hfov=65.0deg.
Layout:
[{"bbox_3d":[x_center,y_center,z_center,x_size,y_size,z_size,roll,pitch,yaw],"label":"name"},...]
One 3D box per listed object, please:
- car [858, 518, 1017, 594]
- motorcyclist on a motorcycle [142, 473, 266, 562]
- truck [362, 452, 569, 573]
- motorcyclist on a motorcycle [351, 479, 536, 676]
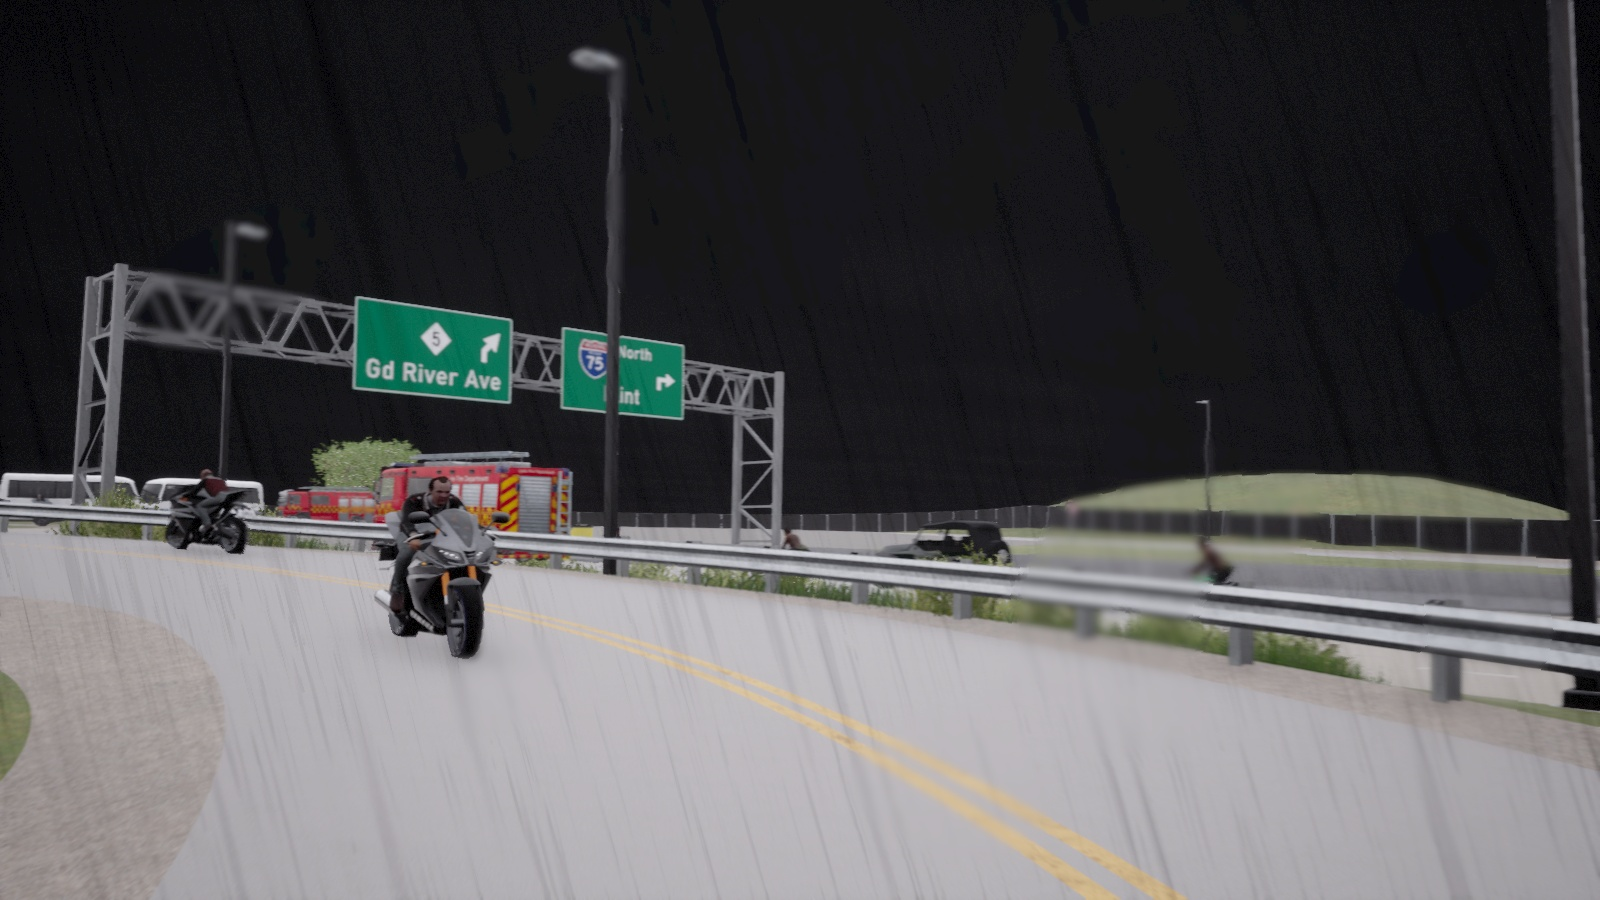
[{"bbox_3d":[3.640,2.778,33.551,3.866,1.878,1.905,-2,-4,44],"label":"car"},{"bbox_3d":[-10.839,1.209,22.810,2.191,1.530,0.866,0,-3,29],"label":"motorcyclist on a motorcycle"},{"bbox_3d":[-11.786,2.171,43.664,8.468,3.827,2.891,-2,-4,44],"label":"truck"},{"bbox_3d":[-3.185,1.035,11.041,0.866,1.530,2.191,2,-2,-35],"label":"motorcyclist on a motorcycle"}]
